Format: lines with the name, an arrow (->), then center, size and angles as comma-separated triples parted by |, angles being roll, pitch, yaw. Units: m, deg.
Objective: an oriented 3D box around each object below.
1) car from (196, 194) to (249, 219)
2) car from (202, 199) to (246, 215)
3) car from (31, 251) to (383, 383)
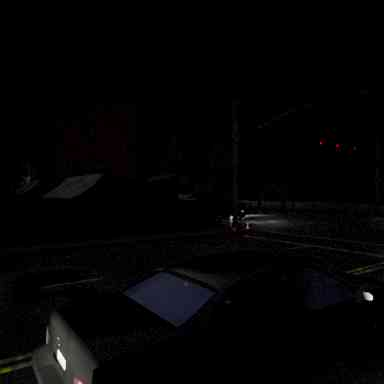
car -> 2.481, 1.218, 29.429 | 2.150, 2.045, 5.566 | 0, 0, -37
car -> 3.243, 1.522, 34.265 | 1.812, 1.442, 4.674 | 0, 0, -37
car -> 0.881, 1.547, 4.438 | 5.357, 1.411, 2.033 | 0, 0, -35
